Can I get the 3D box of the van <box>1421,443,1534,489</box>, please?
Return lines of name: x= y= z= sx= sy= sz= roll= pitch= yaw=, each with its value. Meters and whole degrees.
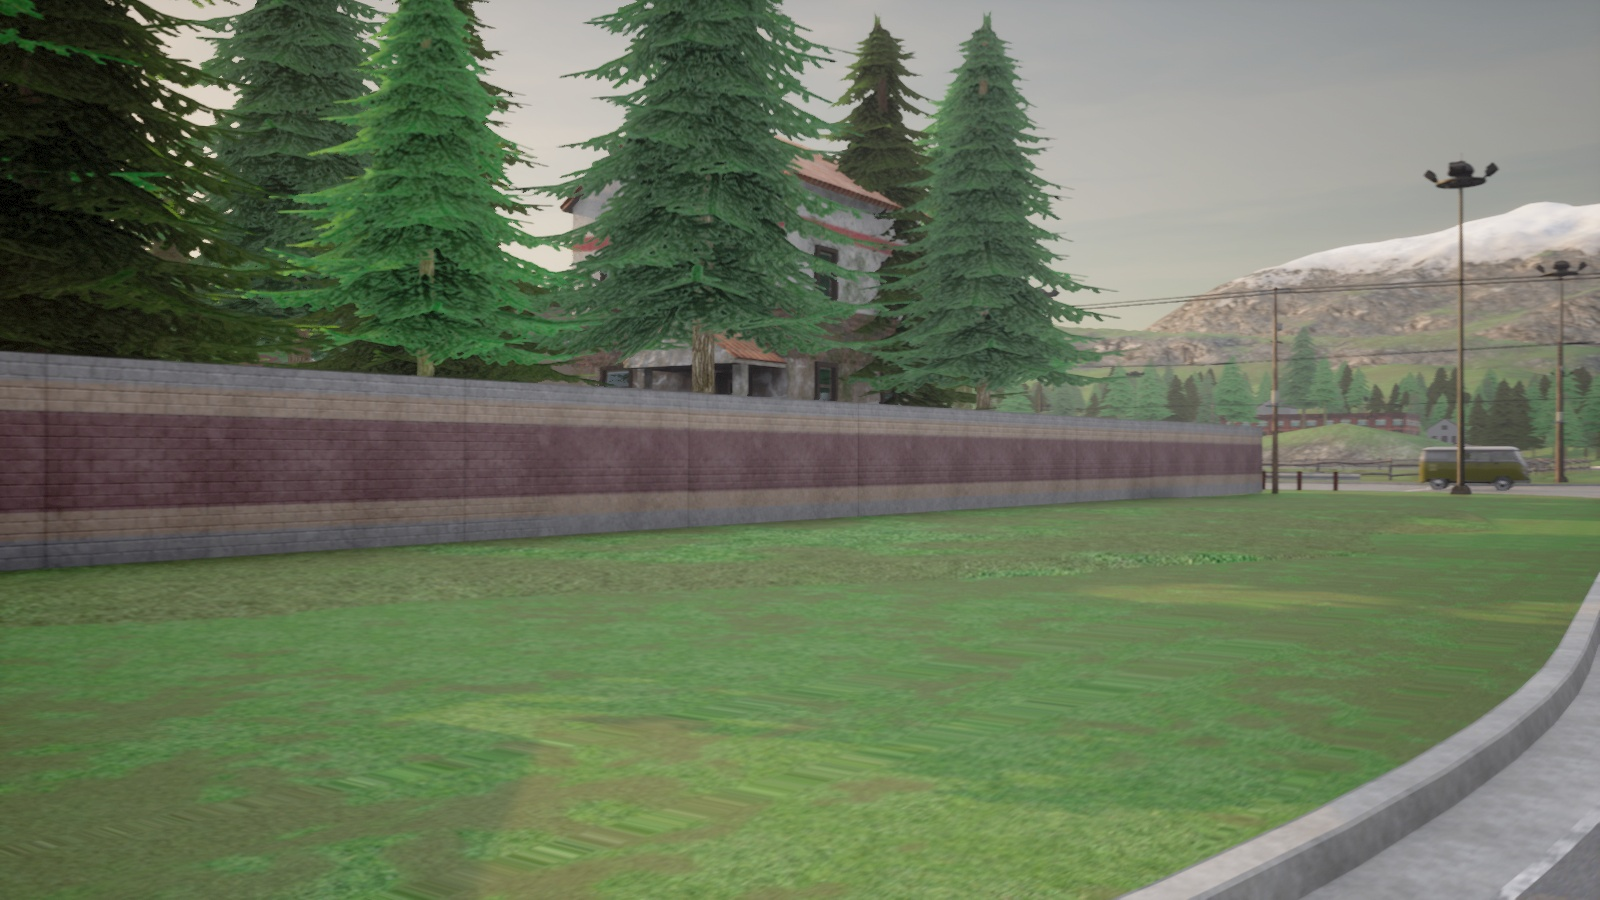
van: x=30.513 y=0.700 z=56.627 sx=4.442 sy=1.987 sz=1.775 roll=0 pitch=0 yaw=29
